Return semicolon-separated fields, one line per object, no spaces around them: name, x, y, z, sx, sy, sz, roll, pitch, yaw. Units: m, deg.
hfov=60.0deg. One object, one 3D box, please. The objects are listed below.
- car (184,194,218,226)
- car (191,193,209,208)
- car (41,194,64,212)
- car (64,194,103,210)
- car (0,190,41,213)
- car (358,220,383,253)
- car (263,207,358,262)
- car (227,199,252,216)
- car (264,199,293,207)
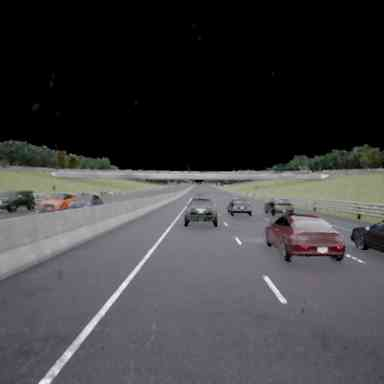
car;0.605;1.222;22.606;2.097;1.767;4.553;1;0;1
car;1.007;1.032;41.662;2.097;1.767;4.553;1;1;1
car;-13.354;0.988;33.347;2.097;1.767;4.553;1;1;1
car;-9.897;1.042;31.291;2.097;1.767;4.553;1;1;1
car;-16.896;0.843;31.357;2.150;2.045;5.566;1;1;1
car;7.340;1.564;11.167;2.033;1.411;5.357;1;0;1
car;3.870;1.504;11.975;1.812;1.442;4.674;1;0;2
car;4.282;1.380;30.503;2.033;1.411;5.357;1;1;1
car;7.774;1.361;30.166;2.128;1.511;4.902;1;1;1
